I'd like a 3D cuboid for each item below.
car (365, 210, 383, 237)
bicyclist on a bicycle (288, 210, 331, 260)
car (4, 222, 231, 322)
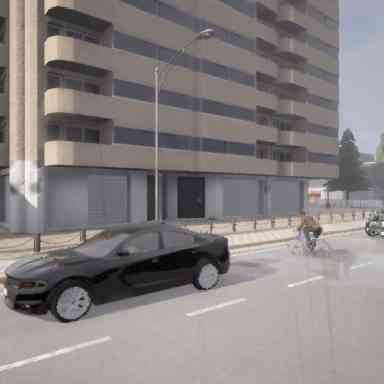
[{"bbox_3d":[10.691,1.352,16.795,4.553,1.767,2.097,0,0,-38],"label":"car"},{"bbox_3d":[3.932,1.455,11.311,0.582,1.620,1.656,0,-2,-38],"label":"bicyclist on a bicycle"},{"bbox_3d":[-1.335,1.478,7.429,5.008,1.535,1.882,0,0,-38],"label":"car"}]
